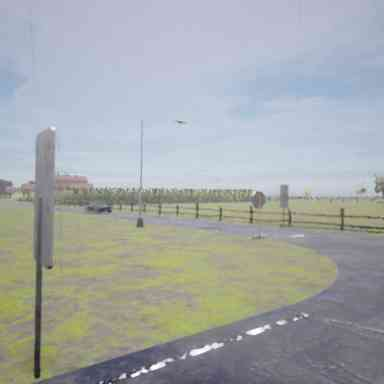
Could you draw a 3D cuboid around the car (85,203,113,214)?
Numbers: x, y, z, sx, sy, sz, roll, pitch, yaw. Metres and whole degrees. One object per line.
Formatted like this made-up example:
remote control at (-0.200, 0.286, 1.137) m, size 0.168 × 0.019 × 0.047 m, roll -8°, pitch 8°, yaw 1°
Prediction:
car at (-11.152, 1.936, 39.749) m, size 1.895 × 1.301 × 4.718 m, roll 1°, pitch -1°, yaw -36°
